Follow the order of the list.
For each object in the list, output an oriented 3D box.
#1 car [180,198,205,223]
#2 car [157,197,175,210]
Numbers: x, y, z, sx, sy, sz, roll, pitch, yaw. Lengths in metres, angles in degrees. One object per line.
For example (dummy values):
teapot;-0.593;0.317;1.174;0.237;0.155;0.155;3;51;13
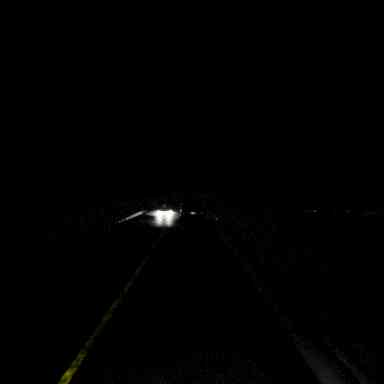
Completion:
car;0.035;1.455;24.846;2.033;1.411;5.357;0;0;0
car;-3.105;1.332;39.685;2.128;1.511;4.902;0;0;0
